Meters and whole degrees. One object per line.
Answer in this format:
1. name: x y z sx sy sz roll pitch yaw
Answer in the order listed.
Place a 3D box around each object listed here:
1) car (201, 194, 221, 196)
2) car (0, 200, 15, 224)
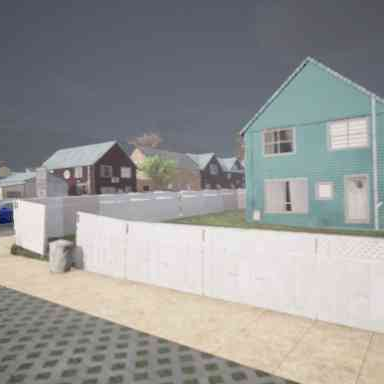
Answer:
1. car: 2.302 0.637 39.318 1.882 1.535 5.008 -2 0 35
2. car: -11.084 1.262 20.247 1.882 1.535 5.008 -2 1 34
